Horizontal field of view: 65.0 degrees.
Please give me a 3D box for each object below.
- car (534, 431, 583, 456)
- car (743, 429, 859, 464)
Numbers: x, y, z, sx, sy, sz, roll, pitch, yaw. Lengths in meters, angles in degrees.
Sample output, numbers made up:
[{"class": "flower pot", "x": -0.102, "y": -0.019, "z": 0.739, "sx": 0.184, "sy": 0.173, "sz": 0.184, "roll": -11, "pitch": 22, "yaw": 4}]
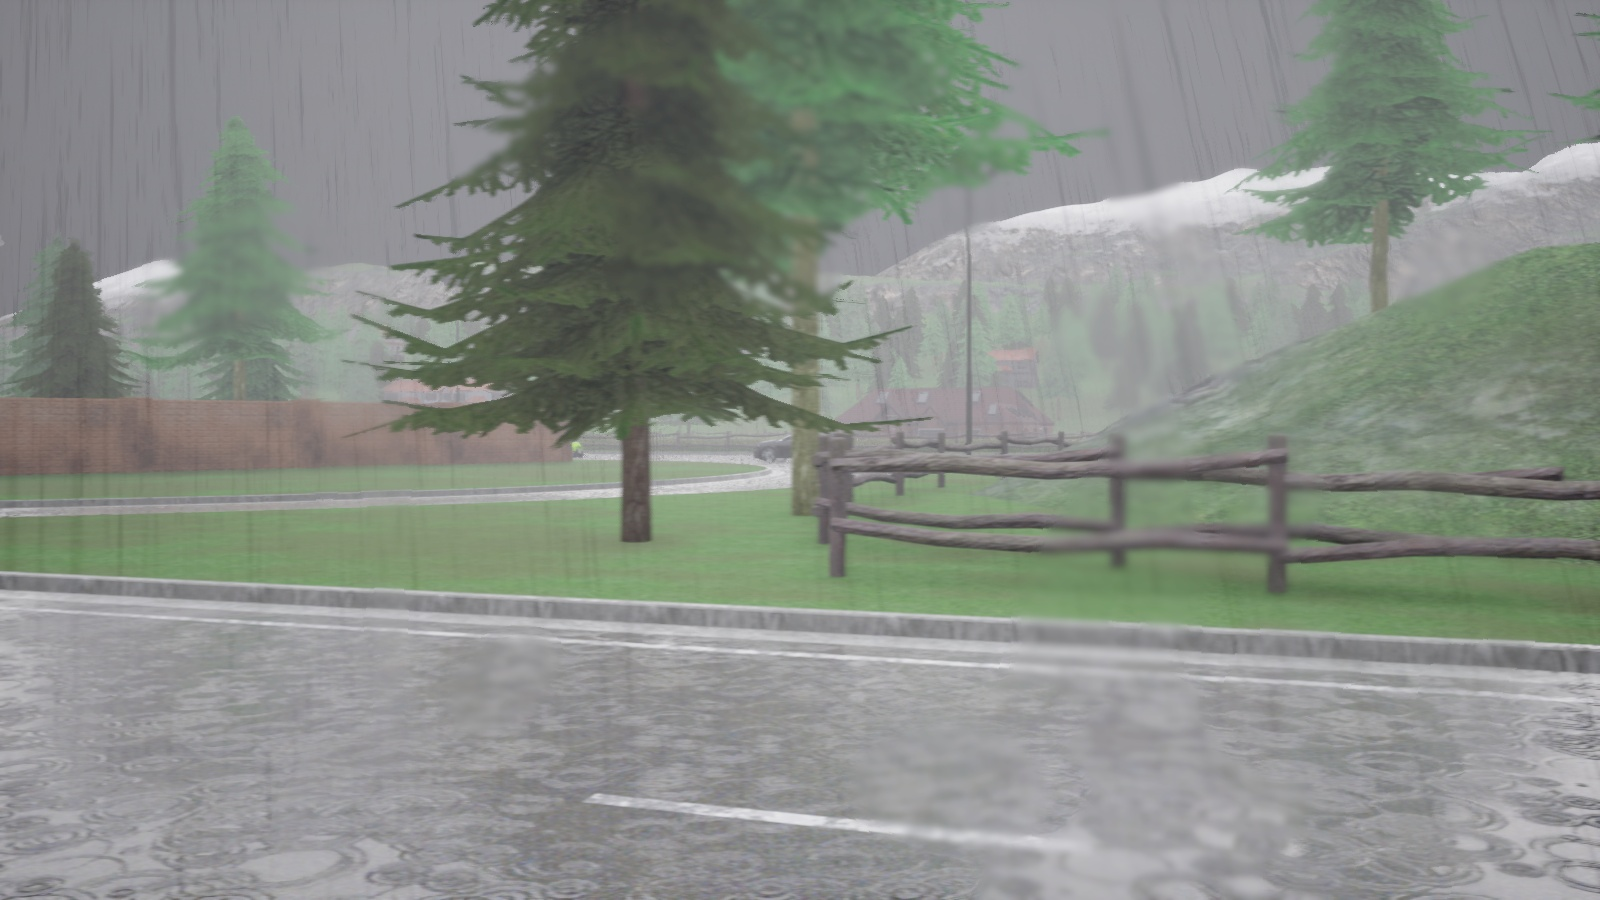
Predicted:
[{"class": "car", "x": -13.498, "y": -0.370, "z": 70.178, "sx": 2.207, "sy": 1.376, "sz": 1.481, "roll": 1, "pitch": 1, "yaw": 19}, {"class": "car", "x": 0.056, "y": -0.189, "z": 58.185, "sx": 4.902, "sy": 1.511, "sz": 2.128, "roll": 1, "pitch": 1, "yaw": 19}]
